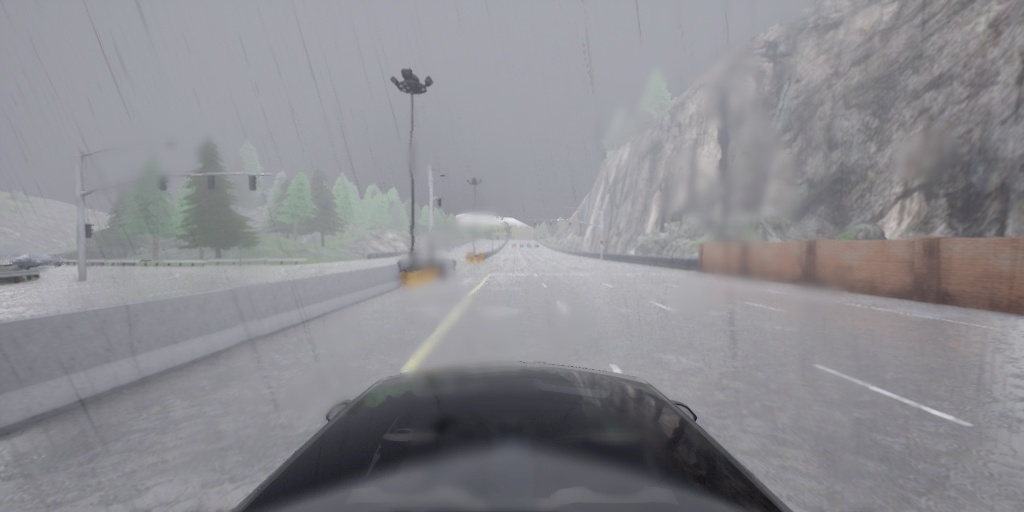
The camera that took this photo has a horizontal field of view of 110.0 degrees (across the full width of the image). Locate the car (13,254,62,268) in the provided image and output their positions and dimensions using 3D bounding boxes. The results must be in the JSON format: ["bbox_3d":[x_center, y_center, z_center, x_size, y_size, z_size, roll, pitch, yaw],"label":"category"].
[{"bbox_3d":[-48.442,0.486,36.557,4.674,1.442,1.812,0,1,15],"label":"car"}]
